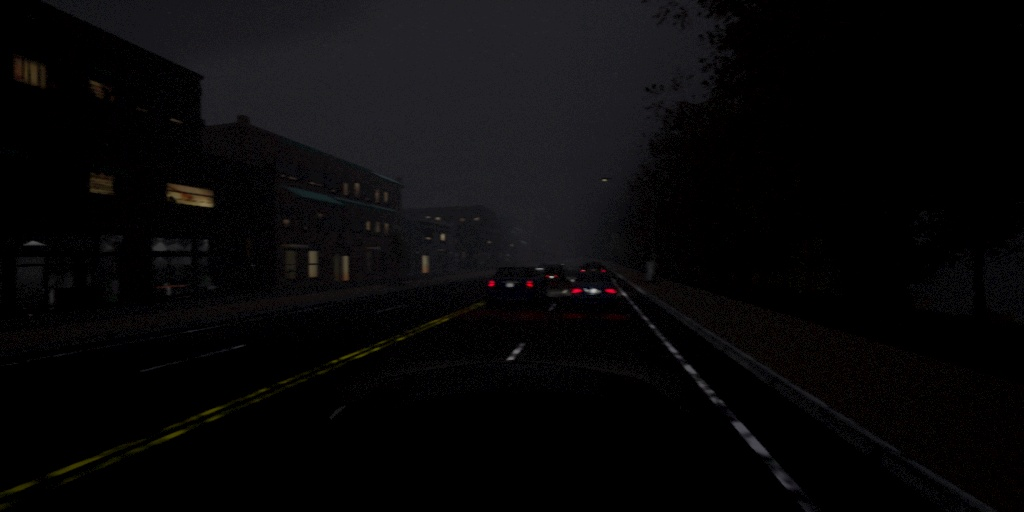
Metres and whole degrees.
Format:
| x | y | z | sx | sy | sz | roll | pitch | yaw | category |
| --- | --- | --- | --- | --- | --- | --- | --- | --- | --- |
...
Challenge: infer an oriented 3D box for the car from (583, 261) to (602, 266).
| x | y | z | sx | sy | sz | roll | pitch | yaw | category |
| --- | --- | --- | --- | --- | --- | --- | --- | --- | --- |
| 6.851 | 1.231 | 30.362 | 2.097 | 1.767 | 4.553 | -1 | -1 | 13 | car |

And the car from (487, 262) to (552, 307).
| x | y | z | sx | sy | sz | roll | pitch | yaw | category |
| --- | --- | --- | --- | --- | --- | --- | --- | --- | --- |
| 0.392 | 1.206 | 16.433 | 2.097 | 1.767 | 4.553 | -1 | -1 | 13 | car |

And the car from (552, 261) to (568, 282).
| x | y | z | sx | sy | sz | roll | pitch | yaw | category |
| --- | --- | --- | --- | --- | --- | --- | --- | --- | --- |
| 3.737 | 1.435 | 31.306 | 1.837 | 1.490 | 4.892 | -1 | 0 | 13 | car |

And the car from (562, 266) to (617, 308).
| x | y | z | sx | sy | sz | roll | pitch | yaw | category |
| --- | --- | --- | --- | --- | --- | --- | --- | --- | --- |
| 3.547 | 1.358 | 15.642 | 2.033 | 1.411 | 5.357 | -1 | 0 | 13 | car |
